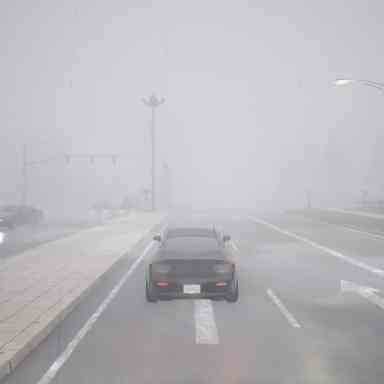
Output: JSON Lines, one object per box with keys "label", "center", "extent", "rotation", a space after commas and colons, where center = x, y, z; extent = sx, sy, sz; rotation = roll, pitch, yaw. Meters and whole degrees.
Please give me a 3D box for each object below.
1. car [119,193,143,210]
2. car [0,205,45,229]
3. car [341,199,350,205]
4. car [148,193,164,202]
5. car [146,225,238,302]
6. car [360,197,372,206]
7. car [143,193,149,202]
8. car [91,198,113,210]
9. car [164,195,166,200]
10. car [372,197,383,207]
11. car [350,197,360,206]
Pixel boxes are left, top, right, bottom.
{"label": "car", "center": [-8.104, 1.352, 43.637], "extent": [2.097, 1.767, 4.553], "rotation": [0, 0, 0]}
{"label": "car", "center": [-11.561, 1.547, 21.660], "extent": [2.033, 1.411, 5.357], "rotation": [0, 0, 1]}
{"label": "car", "center": [27.186, 1.564, 55.362], "extent": [4.181, 1.385, 1.994], "rotation": [0, 0, -1]}
{"label": "car", "center": [-8.190, 1.478, 75.875], "extent": [1.882, 1.535, 5.008], "rotation": [0, 0, -1]}
{"label": "car", "center": [0.000, 1.526, 8.106], "extent": [1.812, 1.442, 4.674], "rotation": [0, 0, 0]}
{"label": "car", "center": [27.601, 1.601, 48.364], "extent": [4.718, 1.301, 1.895], "rotation": [0, 0, 0]}
{"label": "car", "center": [-11.685, 1.553, 75.572], "extent": [1.994, 1.385, 4.181], "rotation": [0, 0, -1]}
{"label": "car", "center": [-11.591, 1.525, 43.035], "extent": [1.812, 1.442, 4.674], "rotation": [0, 0, 0]}
{"label": "car", "center": [-8.326, 1.553, 84.713], "extent": [1.994, 1.385, 4.181], "rotation": [0, 0, -1]}
{"label": "car", "center": [27.503, 1.352, 44.867], "extent": [4.553, 1.767, 2.097], "rotation": [0, 0, 0]}
{"label": "car", "center": [27.775, 1.526, 51.864], "extent": [4.674, 1.442, 1.812], "rotation": [0, 0, 0]}
